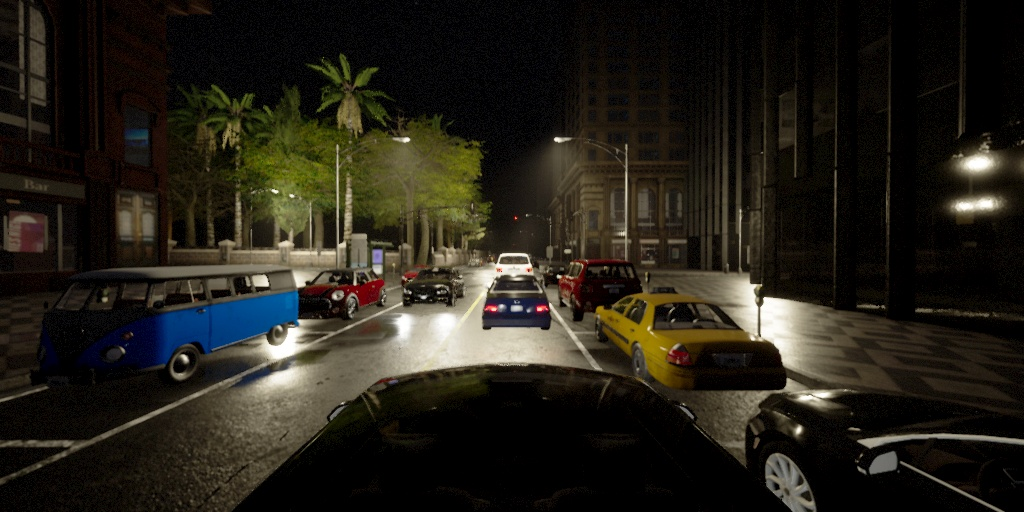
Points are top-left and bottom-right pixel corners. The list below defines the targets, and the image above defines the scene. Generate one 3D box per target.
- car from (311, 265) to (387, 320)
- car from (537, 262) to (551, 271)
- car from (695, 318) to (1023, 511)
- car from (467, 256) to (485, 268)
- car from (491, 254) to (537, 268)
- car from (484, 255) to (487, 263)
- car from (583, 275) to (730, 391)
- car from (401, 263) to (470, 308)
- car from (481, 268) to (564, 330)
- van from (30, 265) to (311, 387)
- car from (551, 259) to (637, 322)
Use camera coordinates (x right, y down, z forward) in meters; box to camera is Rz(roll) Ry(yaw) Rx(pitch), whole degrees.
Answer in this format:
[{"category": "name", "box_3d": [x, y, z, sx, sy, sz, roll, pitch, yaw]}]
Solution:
[{"category": "car", "box_3d": [-5.760, 1.145, 12.076, 1.967, 1.591, 4.097, 0, 0, 0]}, {"category": "car", "box_3d": [2.768, 1.222, 22.908, 1.948, 1.339, 4.313, 0, 0, 0]}, {"category": "car", "box_3d": [2.762, 1.303, 1.207, 2.007, 1.370, 4.403, 0, 0, 0]}, {"category": "car", "box_3d": [-5.748, 1.052, 54.787, 2.007, 1.370, 4.403, 0, 0, 0]}, {"category": "car", "box_3d": [0.106, 0.885, 21.445, 2.150, 2.045, 5.566, 0, 0, 0]}, {"category": "car", "box_3d": [-5.746, 0.914, 60.207, 1.967, 1.591, 4.097, 0, 0, 0]}, {"category": "car", "box_3d": [2.764, 1.254, 6.802, 1.751, 1.417, 4.829, 0, 0, 0]}, {"category": "car", "box_3d": [-3.069, 1.199, 14.913, 1.837, 1.490, 4.892, 0, 0, 0]}, {"category": "car", "box_3d": [0.105, 1.258, 10.875, 2.033, 1.411, 5.357, 0, 0, 0]}, {"category": "van", "box_3d": [-5.762, 1.070, 6.649, 1.690, 1.789, 3.998, 0, 0, 0]}, {"category": "car", "box_3d": [2.765, 1.020, 12.057, 2.192, 1.841, 5.009, 0, 0, 0]}]
